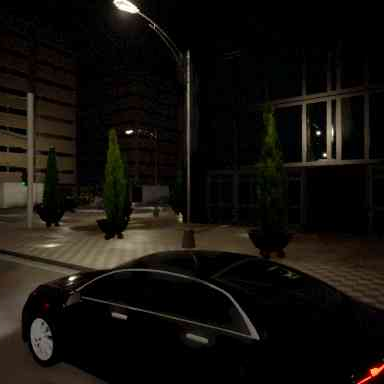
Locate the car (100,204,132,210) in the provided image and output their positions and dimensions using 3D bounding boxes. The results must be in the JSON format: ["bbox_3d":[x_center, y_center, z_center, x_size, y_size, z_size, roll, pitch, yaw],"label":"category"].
[{"bbox_3d":[-9.910,1.581,43.788,1.812,1.442,4.674,0,0,35],"label":"car"}]

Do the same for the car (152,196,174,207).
[{"bbox_3d":[-4.144,1.407,51.964,2.097,1.767,4.553,0,0,35],"label":"car"}]

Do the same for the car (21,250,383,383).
[{"bbox_3d":[-0.215,1.505,4.143,4.892,1.490,1.837,0,0,36],"label":"car"}]

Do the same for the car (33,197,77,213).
[{"bbox_3d":[-15.032,1.408,36.538,2.097,1.767,4.553,0,0,35],"label":"car"}]
